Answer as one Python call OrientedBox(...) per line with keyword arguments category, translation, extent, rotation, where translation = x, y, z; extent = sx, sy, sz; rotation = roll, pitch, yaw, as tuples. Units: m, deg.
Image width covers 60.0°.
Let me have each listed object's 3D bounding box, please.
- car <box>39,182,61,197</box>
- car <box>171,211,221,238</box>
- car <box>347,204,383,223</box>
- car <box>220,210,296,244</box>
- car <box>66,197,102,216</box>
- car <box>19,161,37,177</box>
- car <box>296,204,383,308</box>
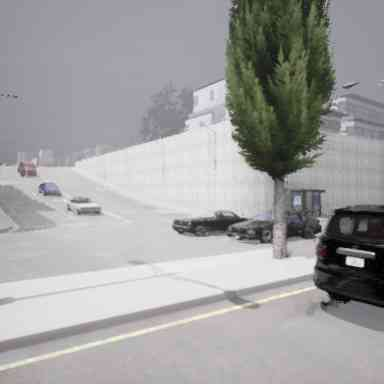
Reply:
OrientedBox(category="car", translation=(-17.045, -0.369, 39.870), extent=(1.812, 1.442, 4.674), rotation=(1, 9, -35))
OrientedBox(category="car", translation=(1.214, 1.728, 18.845), extent=(4.718, 1.301, 1.895), rotation=(1, 0, -35))
OrientedBox(category="car", translation=(15.656, 1.820, 28.992), extent=(4.674, 1.442, 1.812), rotation=(1, 0, -34))
OrientedBox(category="car", translation=(4.264, 1.684, 16.711), extent=(5.357, 1.411, 2.033), rotation=(1, 0, -35))
OrientedBox(category="car", translation=(-9.459, 1.155, 28.934), extent=(1.895, 1.301, 4.718), rotation=(-1, 6, -35))
OrientedBox(category="car", translation=(-26.300, -3.719, 53.253), extent=(2.150, 2.045, 5.566), rotation=(1, 10, -34))
OrientedBox(category="car", translation=(4.966, 1.300, 7.193), extent=(5.566, 2.045, 2.150), rotation=(1, 0, -35))
